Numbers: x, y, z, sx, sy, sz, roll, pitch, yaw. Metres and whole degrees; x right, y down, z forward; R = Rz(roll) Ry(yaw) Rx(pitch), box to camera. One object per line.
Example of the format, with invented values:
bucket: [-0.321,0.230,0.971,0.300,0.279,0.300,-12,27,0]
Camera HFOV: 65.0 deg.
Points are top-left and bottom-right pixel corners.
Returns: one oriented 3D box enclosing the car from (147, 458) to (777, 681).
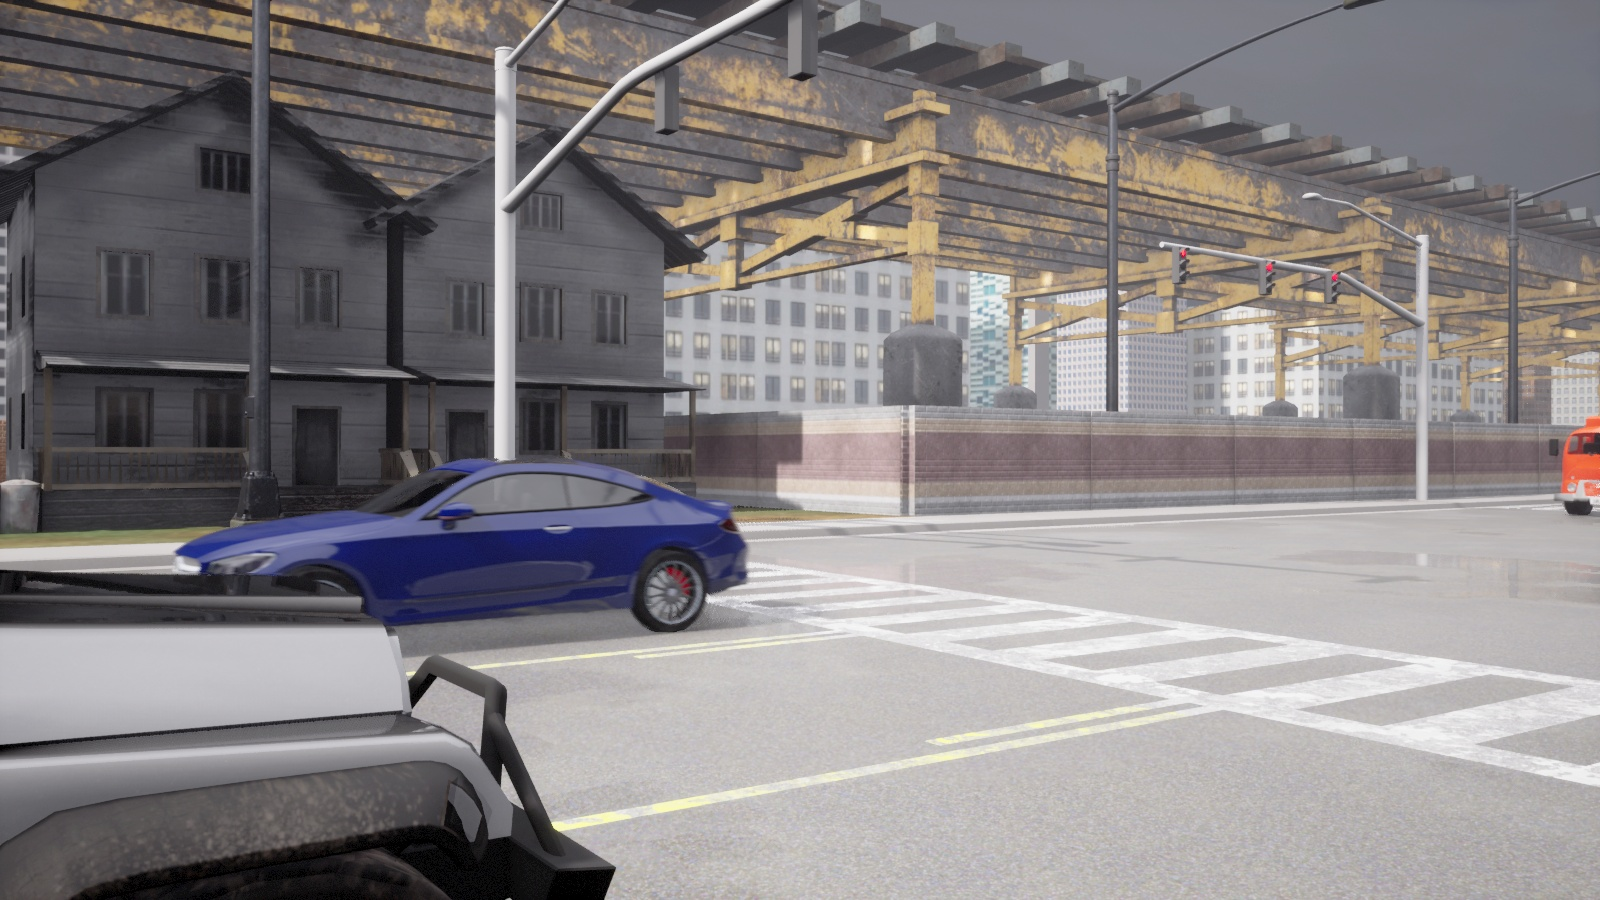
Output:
car: [-2.641,0.801,10.347,4.674,1.442,1.812,0,0,-35]

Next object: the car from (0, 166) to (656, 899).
car: [-2.398,0.551,1.999,3.866,1.878,1.905,0,0,-34]

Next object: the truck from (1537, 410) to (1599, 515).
truck: [20.811,0.290,30.929,5.204,2.467,2.627,0,0,-35]
